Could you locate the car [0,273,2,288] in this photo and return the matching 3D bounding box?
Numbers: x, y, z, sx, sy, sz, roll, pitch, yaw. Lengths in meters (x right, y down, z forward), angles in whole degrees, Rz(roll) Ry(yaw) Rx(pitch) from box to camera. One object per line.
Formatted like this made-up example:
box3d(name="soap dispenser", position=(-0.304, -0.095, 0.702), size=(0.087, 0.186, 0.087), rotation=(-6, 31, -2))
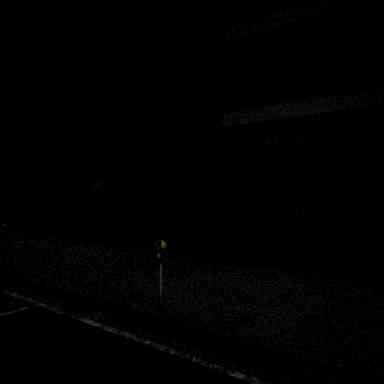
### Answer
box3d(name="car", position=(-6.073, 1.440, 7.412), size=(4.097, 1.590, 1.967), rotation=(0, 0, 36))
